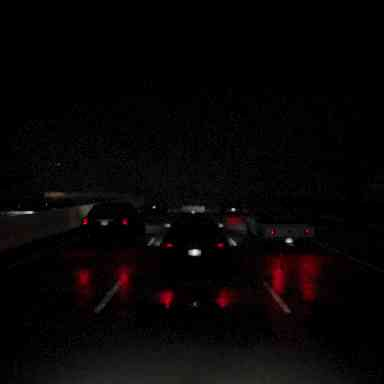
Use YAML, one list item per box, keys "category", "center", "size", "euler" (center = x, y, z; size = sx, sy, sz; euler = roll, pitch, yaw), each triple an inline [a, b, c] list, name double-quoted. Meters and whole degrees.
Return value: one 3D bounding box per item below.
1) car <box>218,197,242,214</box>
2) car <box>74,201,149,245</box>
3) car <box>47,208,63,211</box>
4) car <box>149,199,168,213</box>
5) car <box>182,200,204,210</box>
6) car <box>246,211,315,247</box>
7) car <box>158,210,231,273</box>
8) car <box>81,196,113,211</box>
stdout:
- category: "car"
  center: [3.598, 1.265, 31.476]
  size: [1.837, 1.490, 4.892]
  euler: [0, 1, 0]
- category: "car"
  center: [-3.408, 1.236, 15.092]
  size: [2.097, 1.767, 4.553]
  euler: [0, 0, 0]
- category: "car"
  center: [-14.114, 1.326, 36.024]
  size: [1.895, 1.301, 4.718]
  euler: [0, 0, 0]
- category: "car"
  center: [-3.402, 1.320, 31.981]
  size: [1.994, 1.385, 4.181]
  euler: [0, 0, 0]
- category: "car"
  center: [0.096, 1.373, 29.861]
  size: [1.895, 1.301, 4.718]
  euler: [0, 0, 0]
- category: "car"
  center: [3.594, 1.489, 14.486]
  size: [1.895, 1.301, 4.718]
  euler: [0, 0, 0]
- category: "car"
  center: [0.081, 1.484, 10.426]
  size: [1.994, 1.385, 4.181]
  euler: [0, 1, 0]
- category: "car"
  center: [-10.615, 1.260, 37.601]
  size: [2.033, 1.411, 5.357]
  euler: [0, 0, 0]
